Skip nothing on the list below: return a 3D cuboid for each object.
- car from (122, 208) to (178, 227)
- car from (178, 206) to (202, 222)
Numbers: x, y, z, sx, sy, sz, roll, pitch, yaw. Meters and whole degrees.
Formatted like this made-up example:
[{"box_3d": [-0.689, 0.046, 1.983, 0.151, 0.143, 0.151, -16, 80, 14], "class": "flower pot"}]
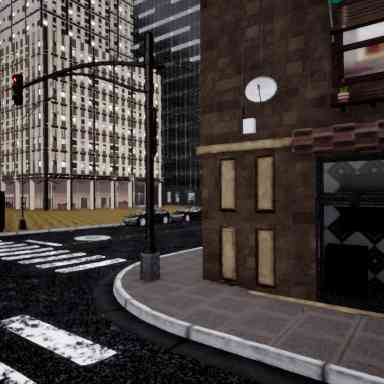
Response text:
[{"box_3d": [-3.481, 1.893, 25.922, 2.008, 1.369, 4.403, -2, -2, 35], "class": "car"}, {"box_3d": [-0.272, 1.975, 30.474, 2.008, 1.369, 4.403, -2, -2, 35], "class": "car"}]
